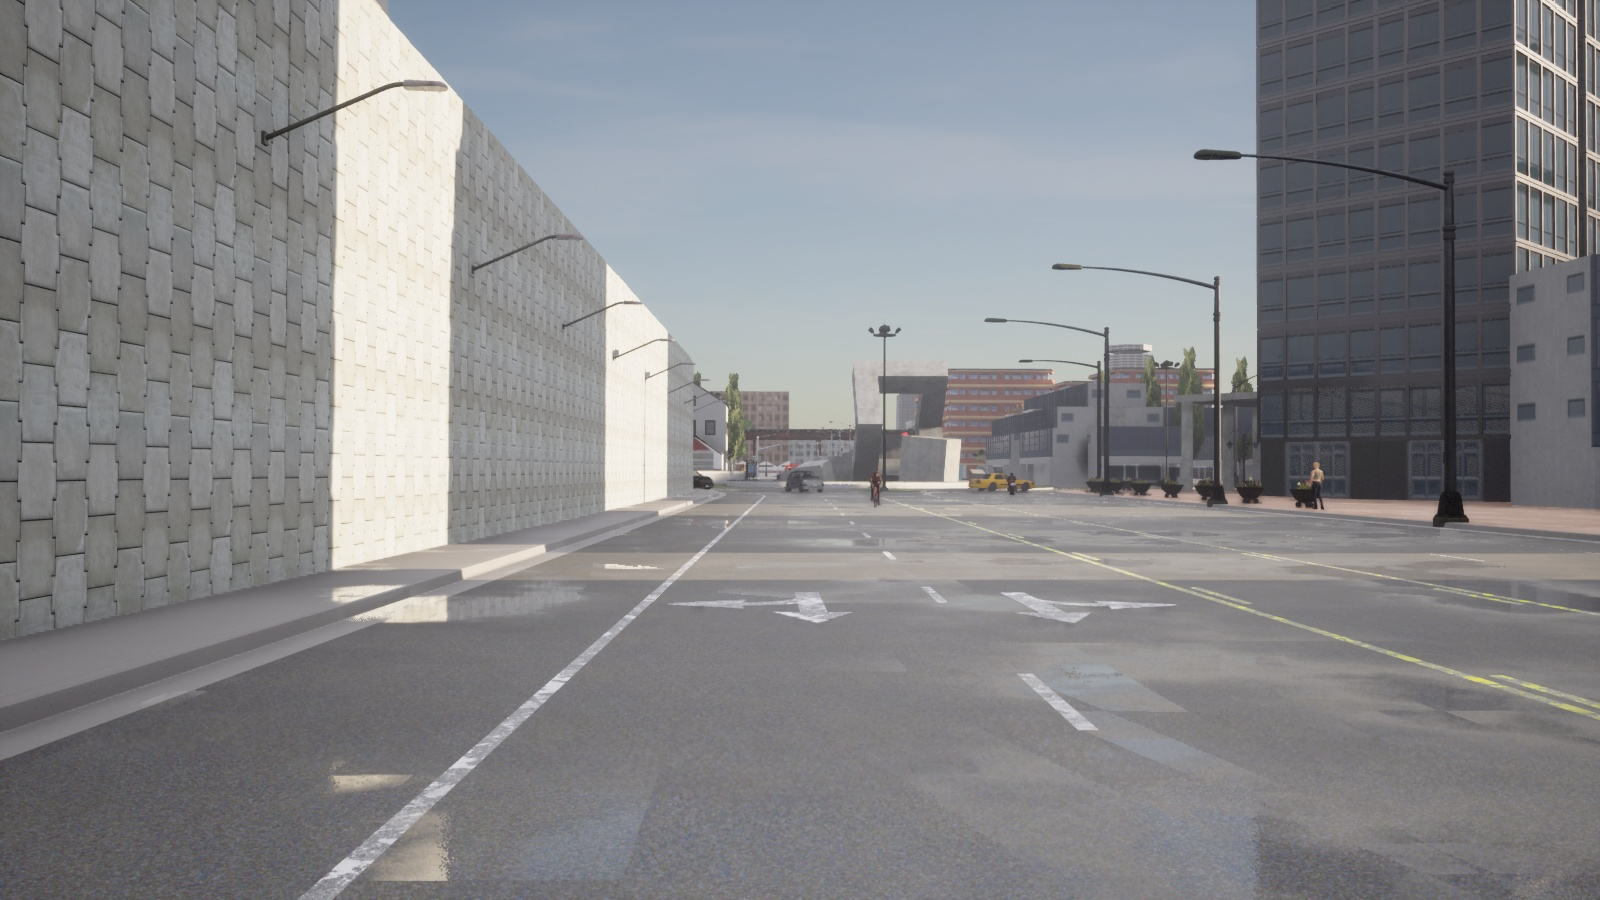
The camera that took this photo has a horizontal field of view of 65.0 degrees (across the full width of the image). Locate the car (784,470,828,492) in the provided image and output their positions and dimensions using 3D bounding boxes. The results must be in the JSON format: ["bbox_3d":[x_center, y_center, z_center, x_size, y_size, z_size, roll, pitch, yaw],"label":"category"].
[{"bbox_3d":[0.415,2.260,92.458,1.851,1.617,3.988,0,-1,-21],"label":"car"}]

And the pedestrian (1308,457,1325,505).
[{"bbox_3d":[19.799,1.196,48.108,0.345,1.836,0.594,0,-1,-5],"label":"pedestrian"}]

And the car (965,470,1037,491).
[{"bbox_3d":[15.601,2.322,97.344,5.366,1.575,1.801,0,-1,-21],"label":"car"}]
